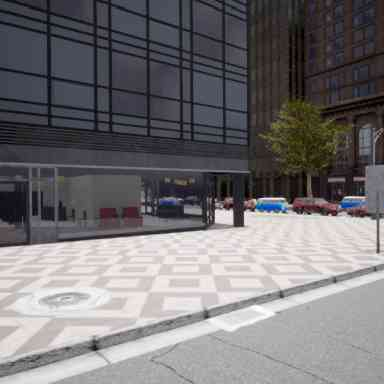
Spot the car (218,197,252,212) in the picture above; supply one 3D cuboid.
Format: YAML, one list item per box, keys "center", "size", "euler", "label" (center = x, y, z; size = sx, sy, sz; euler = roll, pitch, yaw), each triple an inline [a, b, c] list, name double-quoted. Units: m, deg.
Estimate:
- center: [6.185, 1.627, 43.706]
  size: [2.192, 1.841, 5.009]
  euler: [-1, 0, -35]
  label: "car"

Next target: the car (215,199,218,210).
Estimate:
- center: [2.899, 1.915, 48.336]
  size: [2.008, 1.369, 4.403]
  euler: [-1, 0, -35]
  label: "car"

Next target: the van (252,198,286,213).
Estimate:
- center: [9.476, 1.599, 39.077]
  size: [1.690, 1.788, 3.998]
  euler: [-1, 0, -35]
  label: "van"

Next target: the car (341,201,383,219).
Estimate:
- center: [16.064, 1.727, 29.820]
  size: [1.802, 1.307, 4.206]
  euler: [-1, 0, -35]
  label: "car"

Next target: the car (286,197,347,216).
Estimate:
- center: [12.767, 1.517, 34.448]
  size: [2.192, 1.841, 5.009]
  euler: [-1, 0, -35]
  label: "car"

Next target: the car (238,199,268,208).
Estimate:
- center: [9.743, 1.803, 53.420]
  size: [1.752, 1.417, 4.829]
  euler: [-1, 0, -35]
  label: "car"

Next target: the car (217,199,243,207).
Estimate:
- center: [6.551, 1.872, 57.910]
  size: [1.887, 1.381, 4.507]
  euler: [-1, 0, -35]
  label: "car"

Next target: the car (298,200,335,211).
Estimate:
- center: [16.424, 1.736, 44.025]
  size: [1.947, 1.339, 4.313]
  euler: [-1, 0, -35]
  label: "car"

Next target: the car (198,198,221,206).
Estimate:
- center: [3.260, 1.929, 62.538]
  size: [2.008, 1.369, 4.403]
  euler: [-1, 0, -35]
  label: "car"

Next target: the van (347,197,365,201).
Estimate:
- center: [19.710, 1.456, 39.396]
  size: [1.690, 1.788, 3.998]
  euler: [-1, 0, -35]
  label: "van"
